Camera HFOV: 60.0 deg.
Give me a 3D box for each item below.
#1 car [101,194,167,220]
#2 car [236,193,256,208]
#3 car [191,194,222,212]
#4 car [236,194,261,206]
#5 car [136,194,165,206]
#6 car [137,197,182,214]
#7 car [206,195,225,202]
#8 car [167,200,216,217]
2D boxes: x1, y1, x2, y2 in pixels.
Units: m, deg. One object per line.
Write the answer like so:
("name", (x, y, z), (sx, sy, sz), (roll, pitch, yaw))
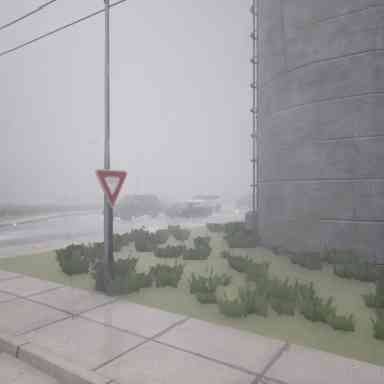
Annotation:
("car", (-4.888, 1.223, 27.564), (2.150, 2.045, 5.566), (0, 0, 33))
("car", (8.258, 1.221, 47.554), (2.150, 2.045, 5.566), (0, 0, 34))
("car", (1.299, 1.221, 37.017), (2.150, 2.045, 5.566), (0, 0, 33))
("car", (9.682, 1.313, 57.120), (3.866, 1.878, 1.905), (0, 0, 34))
("car", (-6.994, 1.310, 55.939), (4.605, 1.855, 1.932), (0, 0, 34))
("car", (-3.680, 1.480, 36.936), (4.611, 1.667, 2.242), (0, 0, 34))
("car", (5.265, 1.521, 74.783), (3.905, 1.438, 1.784), (0, 0, 34))
("car", (-0.146, 1.601, 28.089), (1.895, 1.301, 4.718), (0, 0, 34))
